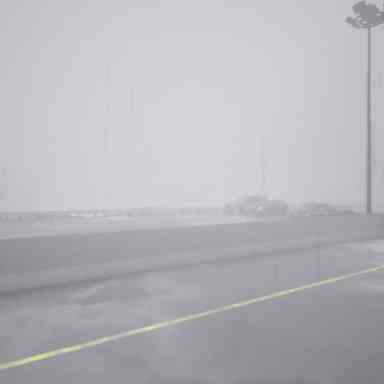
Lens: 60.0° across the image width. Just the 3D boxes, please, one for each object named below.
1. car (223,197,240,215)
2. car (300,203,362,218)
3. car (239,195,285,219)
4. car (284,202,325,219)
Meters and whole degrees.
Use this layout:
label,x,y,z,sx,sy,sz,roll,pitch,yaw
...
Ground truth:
label,x,y,z,sx,sy,sz,roll,pitch,yaw
car,5.772,1.326,33.916,5.566,2.045,2.150,0,0,-35
car,10.350,1.698,24.285,4.718,1.301,1.895,0,0,-35
car,6.957,1.455,30.460,4.553,1.767,2.097,0,0,-35
car,10.498,1.614,28.688,4.892,1.490,1.837,0,0,-35
